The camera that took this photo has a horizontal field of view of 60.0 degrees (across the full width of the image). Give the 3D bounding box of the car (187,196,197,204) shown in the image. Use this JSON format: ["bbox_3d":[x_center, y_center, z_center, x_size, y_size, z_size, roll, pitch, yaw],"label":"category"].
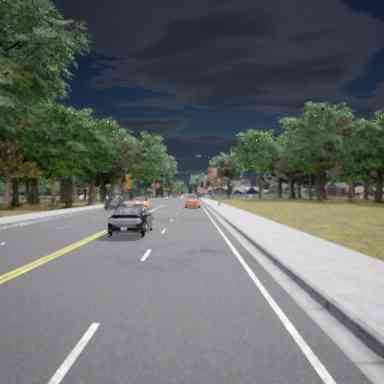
[{"bbox_3d":[-0.002,1.585,69.283,1.837,1.490,4.892,0,0,0],"label":"car"}]

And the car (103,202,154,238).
[{"bbox_3d":[-3.150,1.486,17.770,2.128,1.511,4.902,0,0,0],"label":"car"}]

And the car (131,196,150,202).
[{"bbox_3d":[-6.587,1.360,42.318,2.097,1.767,4.553,0,0,0],"label":"car"}]

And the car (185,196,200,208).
[{"bbox_3d":[0.098,1.375,49.272,2.097,1.767,4.553,0,0,0],"label":"car"}]

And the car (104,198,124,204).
[{"bbox_3d":[-9.837,1.515,42.260,1.837,1.490,4.892,0,0,0],"label":"car"}]
